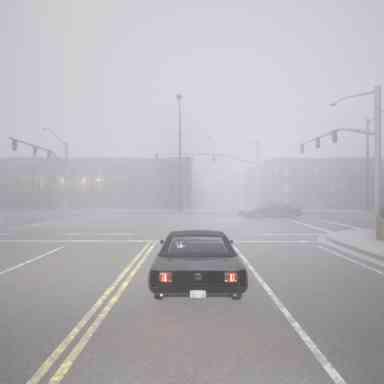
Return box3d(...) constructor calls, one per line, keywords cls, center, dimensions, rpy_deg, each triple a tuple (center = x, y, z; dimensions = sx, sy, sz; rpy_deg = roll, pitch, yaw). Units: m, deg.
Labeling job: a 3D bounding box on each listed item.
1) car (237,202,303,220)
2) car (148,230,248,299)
box3d(cls="car", center=(6.471, 1.547, 27.504), dimensions=(5.357, 1.411, 2.033), rpy_deg=(0, 0, -15))
box3d(cls="car", center=(0.117, 1.601, 8.370), dimensions=(1.895, 1.301, 4.718), rpy_deg=(0, 0, 0))
